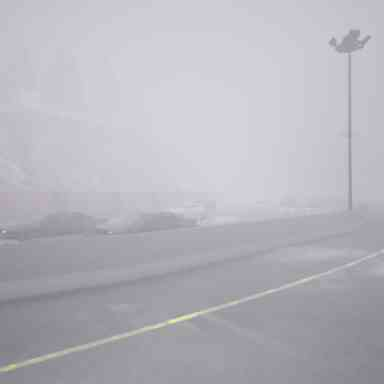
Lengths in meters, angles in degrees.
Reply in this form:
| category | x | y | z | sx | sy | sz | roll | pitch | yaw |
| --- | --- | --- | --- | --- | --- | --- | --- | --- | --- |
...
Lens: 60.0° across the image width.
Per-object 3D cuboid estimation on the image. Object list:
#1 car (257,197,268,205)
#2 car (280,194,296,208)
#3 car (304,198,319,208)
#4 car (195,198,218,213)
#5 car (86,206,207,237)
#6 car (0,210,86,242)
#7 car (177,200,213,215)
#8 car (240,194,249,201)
| category | x | y | z | sx | sy | sz | roll | pitch | yaw |
| --- | --- | --- | --- | --- | --- | --- | --- | --- | --- |
| car | 14.084 | 1.785 | 66.730 | 1.994 | 1.385 | 4.181 | 0 | 0 | 9 |
| car | 15.270 | 1.403 | 53.166 | 2.150 | 2.045 | 5.566 | 0 | 0 | 13 |
| car | 18.409 | 1.672 | 51.309 | 1.837 | 1.490 | 4.892 | 0 | 0 | 14 |
| car | 1.004 | 1.500 | 36.289 | 2.097 | 1.767 | 4.553 | 0 | 0 | 31 |
| car | -2.027 | 1.620 | 16.171 | 5.357 | 1.411 | 2.033 | 0 | 0 | -42 |
| car | -6.707 | 1.634 | 16.698 | 5.357 | 1.411 | 2.033 | 0 | 0 | -40 |
| car | -0.490 | 1.644 | 28.082 | 1.812 | 1.442 | 4.674 | 0 | 0 | 38 |
| car | 11.941 | 1.364 | 76.015 | 2.150 | 2.045 | 5.566 | 0 | 0 | 9 |
